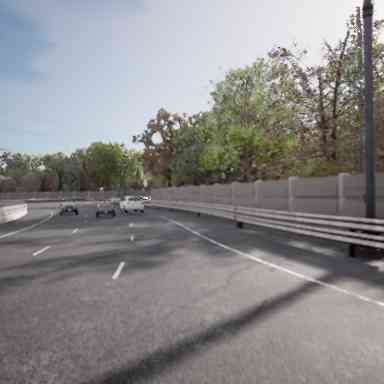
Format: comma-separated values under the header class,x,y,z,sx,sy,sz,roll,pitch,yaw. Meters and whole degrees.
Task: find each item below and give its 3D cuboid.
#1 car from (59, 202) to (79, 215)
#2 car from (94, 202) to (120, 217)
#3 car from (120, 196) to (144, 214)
class,x,y,z,sx,sy,sz,roll,pitch,yaw
car,-14.458,1.857,39.022,1.812,1.442,4.674,0,0,-23
car,-9.067,1.744,34.479,2.128,1.511,4.902,0,0,-18
car,-7.395,1.482,40.378,2.150,2.045,5.566,0,0,-22
